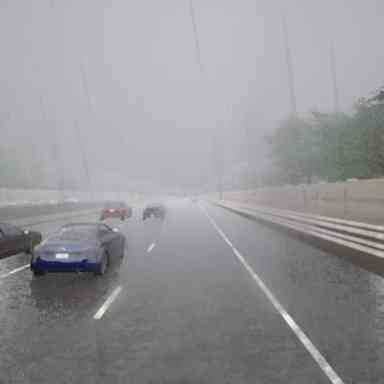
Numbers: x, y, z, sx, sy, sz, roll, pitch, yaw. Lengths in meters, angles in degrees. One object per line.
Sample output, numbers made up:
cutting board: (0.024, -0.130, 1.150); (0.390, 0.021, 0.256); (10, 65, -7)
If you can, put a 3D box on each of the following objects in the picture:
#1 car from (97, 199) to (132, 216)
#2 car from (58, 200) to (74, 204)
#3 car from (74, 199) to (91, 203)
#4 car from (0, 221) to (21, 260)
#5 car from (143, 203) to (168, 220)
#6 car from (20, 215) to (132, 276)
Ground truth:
car: (-6.901, 1.646, 30.801); (2.097, 1.767, 4.553); (0, -1, 0)
car: (-24.501, 2.201, 65.217); (1.895, 1.301, 4.718); (0, -1, 0)
car: (-21.001, 2.161, 65.284); (1.994, 1.385, 4.181); (0, 0, 0)
car: (-6.901, 1.653, 10.976); (2.033, 1.411, 5.357); (0, -1, 0)
car: (-3.402, 1.802, 31.137); (1.837, 1.490, 4.892); (0, -1, 0)
car: (-3.405, 1.667, 10.731); (1.994, 1.385, 4.181); (0, -1, 0)
